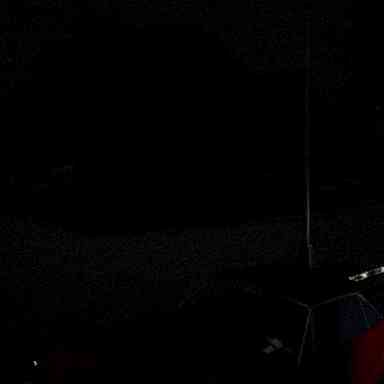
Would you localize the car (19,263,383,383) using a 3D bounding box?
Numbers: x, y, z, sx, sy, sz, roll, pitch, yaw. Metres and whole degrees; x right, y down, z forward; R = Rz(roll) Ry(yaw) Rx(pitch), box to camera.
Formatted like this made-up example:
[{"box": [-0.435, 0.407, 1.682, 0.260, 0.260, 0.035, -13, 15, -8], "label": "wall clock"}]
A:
[{"box": [0.765, 1.611, 3.647, 4.718, 1.301, 1.895, 0, 0, -37], "label": "car"}]
